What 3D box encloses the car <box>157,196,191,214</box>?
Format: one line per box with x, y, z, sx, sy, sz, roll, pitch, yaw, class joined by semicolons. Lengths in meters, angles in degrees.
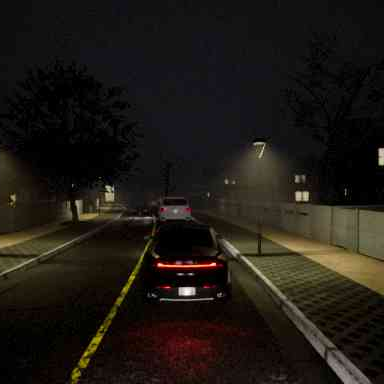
-1.312;1.335;24.231;2.150;2.045;5.566;0;-1;-5;car

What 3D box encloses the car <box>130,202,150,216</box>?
-5.587;1.834;35.898;2.033;1.411;5.357;0;-1;-9;car

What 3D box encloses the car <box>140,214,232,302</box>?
-0.181;1.519;8.309;1.837;1.490;4.892;0;0;-2;car
